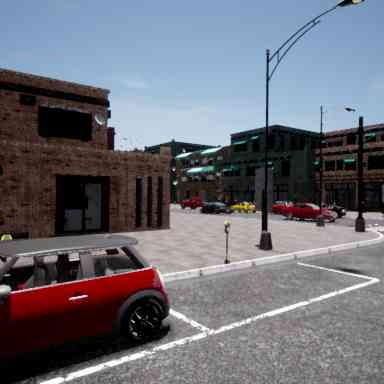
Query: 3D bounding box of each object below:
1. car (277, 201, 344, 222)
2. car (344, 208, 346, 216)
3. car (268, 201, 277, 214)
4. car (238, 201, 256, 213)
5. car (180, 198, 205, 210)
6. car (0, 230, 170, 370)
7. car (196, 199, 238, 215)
[{"bbox_3d":[9.574,1.656,27.255,1.812,1.442,4.674,1,-1,-34],"label":"car"},{"bbox_3d":[12.902,1.812,32.652,1.947,1.339,4.313,0,-1,-35],"label":"car"},{"bbox_3d":[9.735,1.739,37.209,1.967,1.590,4.097,0,-1,-35],"label":"car"},{"bbox_3d":[6.471,1.879,41.903,1.752,1.417,4.829,0,-1,-35],"label":"car"},{"bbox_3d":[0.233,1.773,50.876,2.192,1.841,5.009,0,-1,-35],"label":"car"},{"bbox_3d":[-2.435,1.440,4.808,4.097,1.590,1.967,0,1,-36],"label":"car"},{"bbox_3d":[2.723,1.809,37.171,1.994,1.385,4.181,1,-1,-34],"label":"car"}]
